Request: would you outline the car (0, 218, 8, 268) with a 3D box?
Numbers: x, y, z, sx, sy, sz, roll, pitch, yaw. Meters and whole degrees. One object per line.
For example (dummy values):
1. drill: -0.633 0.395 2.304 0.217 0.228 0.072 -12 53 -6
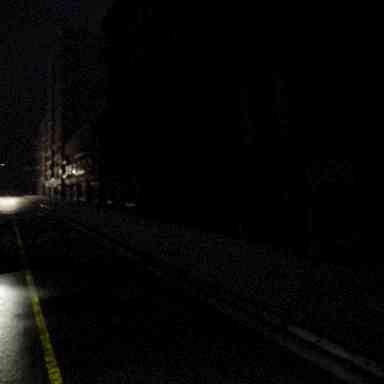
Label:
1. car: -6.930 1.330 10.391 1.882 1.535 5.008 1 1 -29
